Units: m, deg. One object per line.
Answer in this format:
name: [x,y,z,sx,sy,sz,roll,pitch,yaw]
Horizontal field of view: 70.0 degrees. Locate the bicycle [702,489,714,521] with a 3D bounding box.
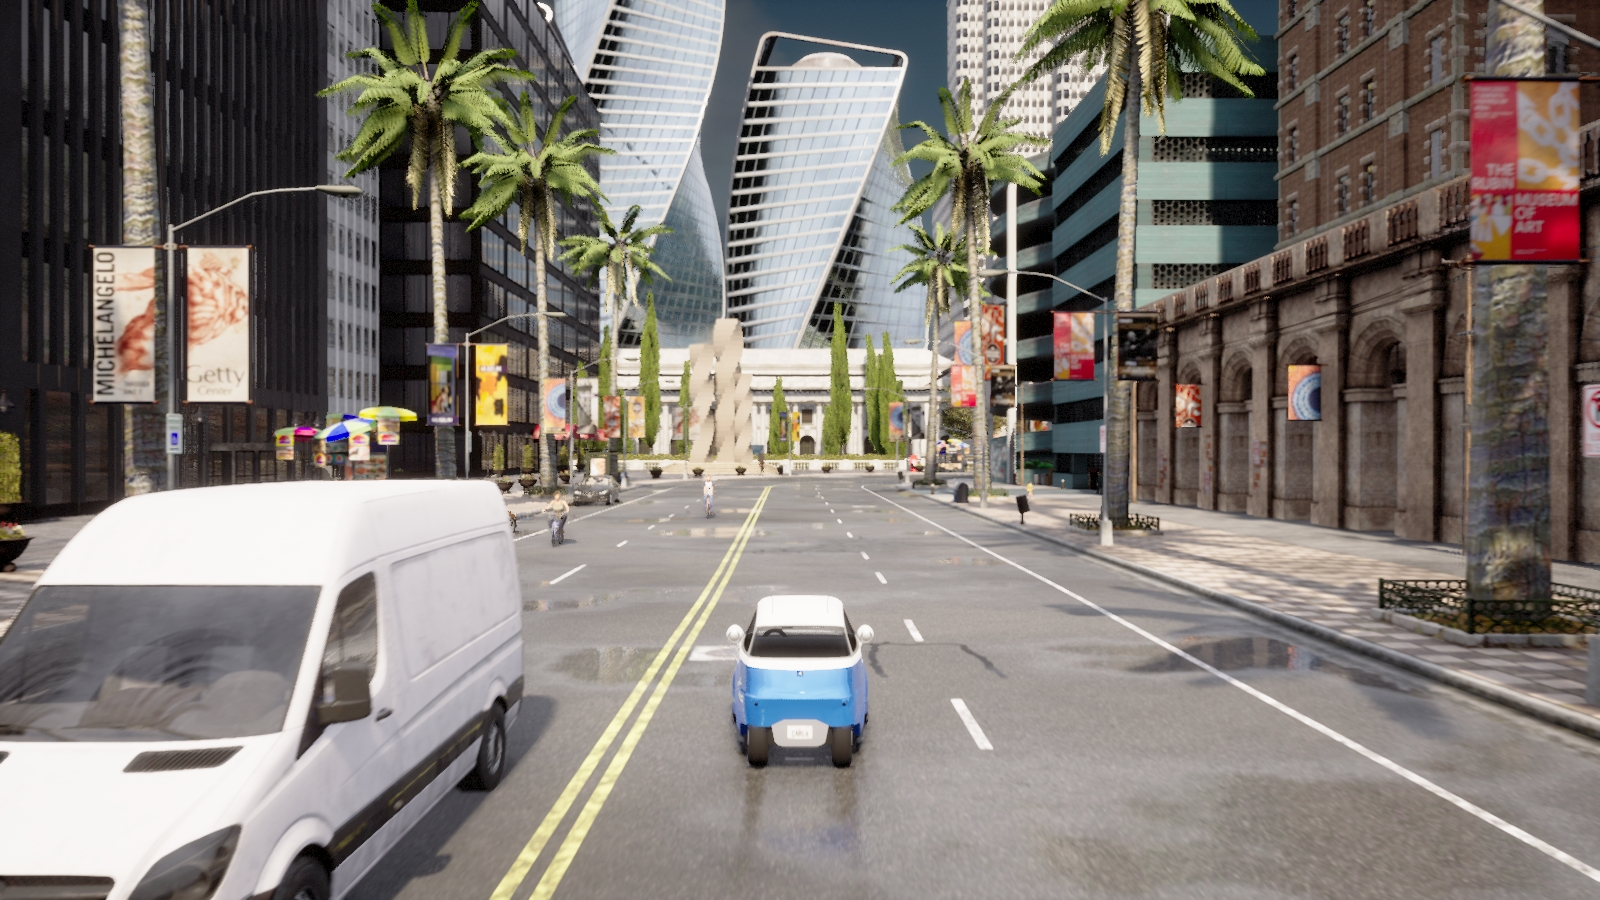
bicycle: [-3.697,2.206,46.180,0.373,1.196,1.643,0,0,-1]

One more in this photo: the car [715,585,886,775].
car: [0.002,2.120,11.002,1.481,1.376,2.207,0,0,0]

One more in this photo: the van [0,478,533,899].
van: [-3.494,1.535,7.738,1.988,2.561,5.915,0,0,0]

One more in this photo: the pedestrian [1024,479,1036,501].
pedestrian: [11.946,2.076,59.296,0.500,1.100,0.500,0,0,0]
